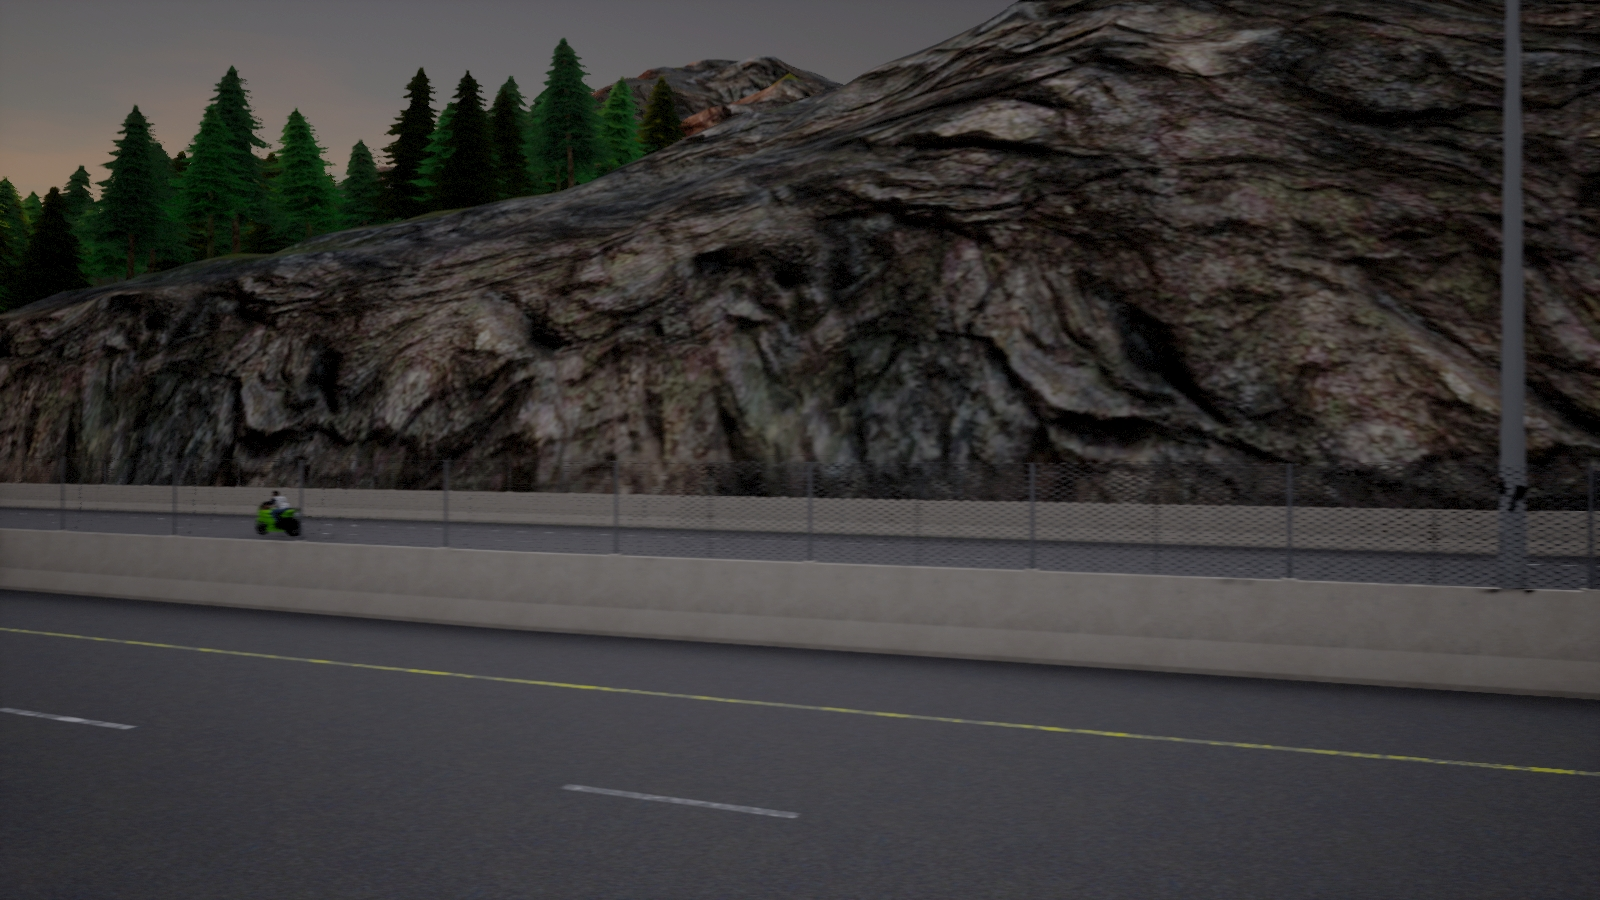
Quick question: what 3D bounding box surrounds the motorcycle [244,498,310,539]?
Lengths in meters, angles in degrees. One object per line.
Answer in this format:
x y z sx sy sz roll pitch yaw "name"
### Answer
-17.017 2.211 37.163 2.033 1.217 0.803 0 0 25 "motorcycle"
